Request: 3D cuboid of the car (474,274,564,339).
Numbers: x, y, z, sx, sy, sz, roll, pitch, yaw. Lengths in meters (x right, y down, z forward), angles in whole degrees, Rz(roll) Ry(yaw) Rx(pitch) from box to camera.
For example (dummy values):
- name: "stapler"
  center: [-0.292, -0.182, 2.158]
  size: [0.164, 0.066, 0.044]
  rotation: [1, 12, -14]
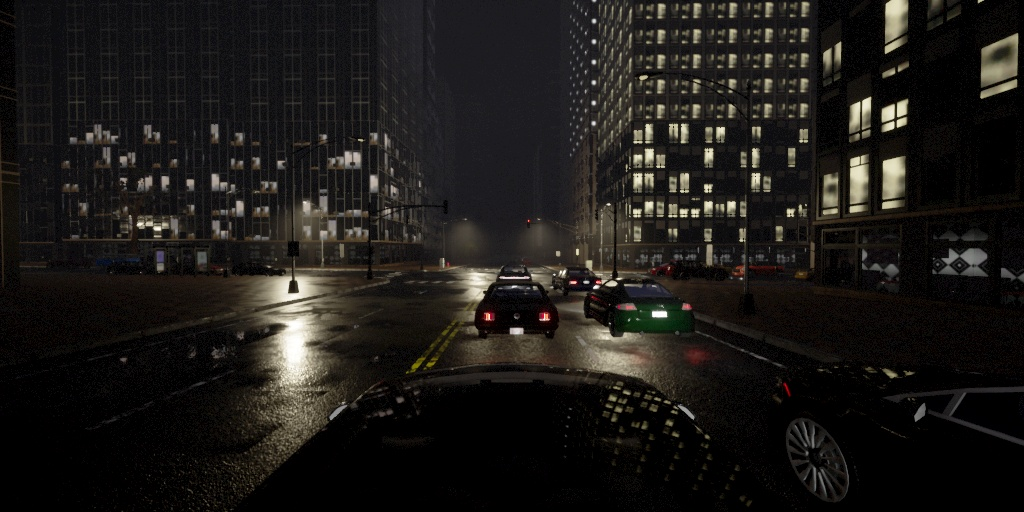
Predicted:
- name: "car"
  center: [0.108, 1.347, 10.030]
  size: [1.895, 1.301, 4.718]
  rotation: [0, 0, 0]

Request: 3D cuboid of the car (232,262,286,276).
- name: "car"
  center: [-22.701, 1.173, 32.196]
  size: [4.313, 1.339, 1.948]
  rotation: [0, 0, 1]

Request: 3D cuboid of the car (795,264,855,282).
- name: "car"
  center: [27.671, 1.578, 31.416]
  size: [4.829, 1.417, 1.751]
  rotation: [0, 0, 1]

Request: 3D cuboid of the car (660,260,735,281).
- name: "car"
  center: [16.223, 1.268, 31.625]
  size: [5.009, 1.841, 2.192]
  rotation: [0, 0, 1]

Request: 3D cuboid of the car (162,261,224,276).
- name: "car"
  center: [-28.385, 1.137, 32.335]
  size: [4.207, 1.307, 1.802]
  rotation: [0, 0, 1]

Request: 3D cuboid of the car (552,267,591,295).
- name: "car"
  center: [3.402, 1.288, 19.487]
  size: [2.033, 1.411, 5.357]
  rotation: [0, 0, -3]

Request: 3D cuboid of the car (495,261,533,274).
- name: "car"
  center: [0.117, 1.232, 19.286]
  size: [2.128, 1.511, 4.902]
  rotation: [0, 0, 0]

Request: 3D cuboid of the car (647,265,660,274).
- name: "car"
  center: [16.315, 1.425, 37.401]
  size: [4.181, 1.385, 1.994]
  rotation: [1, 1, 1]

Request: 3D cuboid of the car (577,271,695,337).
- name: "car"
  center: [3.366, 1.310, 10.258]
  size: [1.994, 1.385, 4.181]
  rotation: [0, 0, -1]

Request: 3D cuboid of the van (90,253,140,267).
- name: "van"
  center: [-45.247, 0.604, 41.187]
  size: [3.998, 1.789, 1.690]
  rotation: [0, 0, 1]

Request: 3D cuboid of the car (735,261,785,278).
- name: "car"
  center: [25.512, 1.294, 37.230]
  size: [4.553, 1.767, 2.097]
  rotation: [1, 1, 1]

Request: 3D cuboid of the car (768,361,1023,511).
- name: "car"
  center: [3.340, 1.242, 1.428]
  size: [2.128, 1.511, 4.902]
  rotation: [0, 0, 0]

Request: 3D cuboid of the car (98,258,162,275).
- name: "car"
  center: [-34.065, 1.069, 32.515]
  size: [4.313, 1.339, 1.948]
  rotation: [0, 0, 1]
